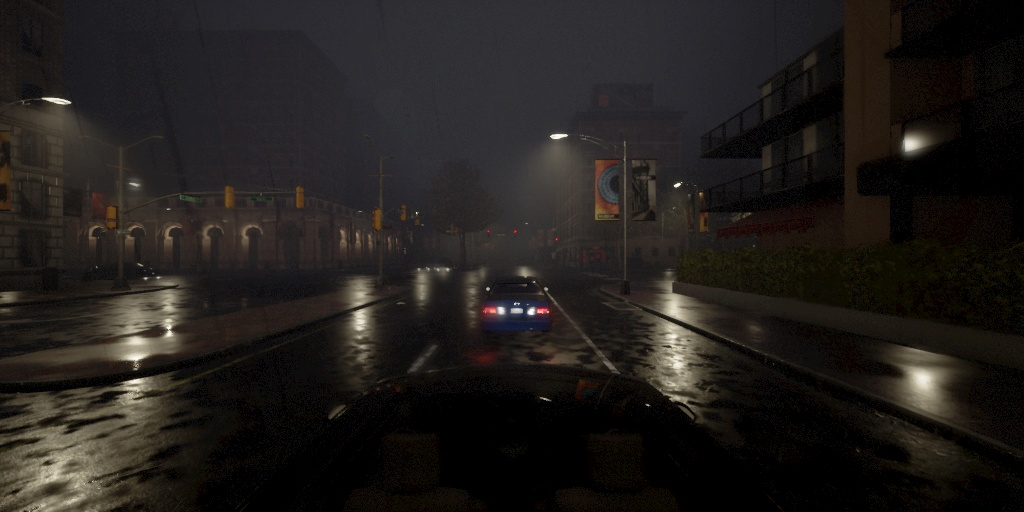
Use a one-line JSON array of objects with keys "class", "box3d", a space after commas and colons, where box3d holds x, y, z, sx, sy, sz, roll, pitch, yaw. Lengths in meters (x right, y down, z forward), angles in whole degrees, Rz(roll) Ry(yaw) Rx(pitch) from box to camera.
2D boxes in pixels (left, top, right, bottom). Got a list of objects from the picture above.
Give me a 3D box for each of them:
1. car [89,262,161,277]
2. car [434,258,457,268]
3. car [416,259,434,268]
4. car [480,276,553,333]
[{"class": "car", "box3d": [-37.185, 1.297, 34.512, 5.357, 1.411, 2.033, 0, 0, 0]}, {"class": "car", "box3d": [-11.049, 1.102, 59.636, 2.097, 1.767, 4.553, 0, 0, 1]}, {"class": "car", "box3d": [-14.516, 1.228, 61.705, 1.882, 1.535, 5.008, 0, 0, 1]}, {"class": "car", "box3d": [0.146, 1.297, 10.685, 2.033, 1.411, 5.357, 0, 0, 1]}]
